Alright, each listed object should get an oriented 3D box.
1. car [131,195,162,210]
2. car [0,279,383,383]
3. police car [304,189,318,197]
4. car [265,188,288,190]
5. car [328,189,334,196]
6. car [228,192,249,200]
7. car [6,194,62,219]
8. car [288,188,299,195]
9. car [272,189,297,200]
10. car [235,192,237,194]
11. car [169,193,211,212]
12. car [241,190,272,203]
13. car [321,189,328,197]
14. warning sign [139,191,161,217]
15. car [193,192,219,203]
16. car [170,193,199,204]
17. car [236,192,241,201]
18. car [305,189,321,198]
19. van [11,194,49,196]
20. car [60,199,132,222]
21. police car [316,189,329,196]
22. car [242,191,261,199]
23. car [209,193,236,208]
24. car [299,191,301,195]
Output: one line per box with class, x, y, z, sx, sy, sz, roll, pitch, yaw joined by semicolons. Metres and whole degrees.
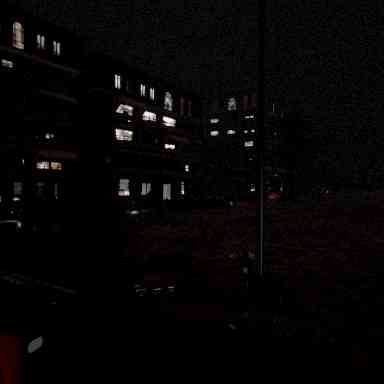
car;-5.330;1.021;35.976;1.882;1.535;5.008;1;1;34
car;-0.330;1.544;3.102;4.507;1.381;1.887;0;0;35
police car;27.449;0.189;76.729;1.930;1.638;5.238;0;1;32
car;15.396;0.550;60.335;1.882;1.535;5.008;1;1;35
car;34.430;0.077;83.277;1.967;1.590;4.097;2;2;35
car;8.533;0.649;60.563;1.947;1.339;4.313;2;2;35
car;-11.884;1.229;26.504;1.837;1.490;4.892;1;1;35
car;24.371;-0.031;83.459;2.192;1.841;5.009;2;2;35
car;15.522;0.674;55.936;1.752;1.417;4.829;2;2;35
car;6.458;0.822;52.886;1.895;1.301;4.718;1;1;35
car;-0.412;1.131;32.893;1.887;1.381;4.507;2;2;35
car;9.090;0.876;46.635;2.008;1.369;4.403;2;2;35
car;28.094;0.359;74.118;2.008;1.369;4.403;2;2;35
warning sign;-3.130;0.851;24.821;1.300;1.860;1.060;-1;0;35
car;2.198;0.807;51.401;2.008;1.369;4.403;2;2;35
car;-0.969;0.909;46.821;1.947;1.339;4.313;2;2;35
car;9.100;0.845;51.227;1.895;1.301;4.718;1;1;34
car;24.928;0.445;69.539;2.008;1.369;4.403;2;2;35
van;-13.636;1.035;28.493;1.690;1.788;3.998;2;2;35
car;-6.746;1.328;23.734;1.947;1.339;4.313;2;2;35
police car;33.259;0.037;84.870;1.930;1.638;5.238;1;1;34
car;11.603;0.524;65.002;1.752;1.417;4.829;2;2;35
car;2.756;1.050;37.474;2.008;1.369;4.403;2;2;35
car;27.536;0.113;88.046;1.887;1.381;4.507;2;2;35
